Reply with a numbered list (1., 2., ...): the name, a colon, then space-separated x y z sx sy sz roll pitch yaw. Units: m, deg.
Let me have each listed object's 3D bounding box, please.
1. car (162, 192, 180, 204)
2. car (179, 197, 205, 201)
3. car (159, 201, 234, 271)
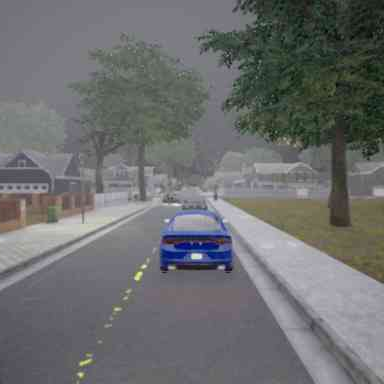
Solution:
1. car: -2.584 0.734 42.148 1.994 1.385 4.181 0 1 0
2. car: 0.241 1.078 26.592 1.895 1.301 4.718 0 1 1
3. car: 0.132 1.276 10.139 1.882 1.535 5.008 0 1 1
